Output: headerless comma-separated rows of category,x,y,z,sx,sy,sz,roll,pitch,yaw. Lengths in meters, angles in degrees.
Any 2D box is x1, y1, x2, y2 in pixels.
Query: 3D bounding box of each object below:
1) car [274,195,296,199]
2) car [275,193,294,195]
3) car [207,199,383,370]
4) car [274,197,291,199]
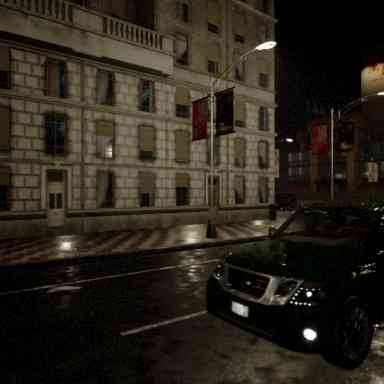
car,11.741,1.526,42.731,1.812,1.442,4.674,0,0,-36
car,15.353,1.221,57.480,2.150,2.045,5.566,0,0,-37
car,2.882,1.221,6.088,5.566,2.045,2.150,0,0,-36
car,9.117,1.601,40.392,1.895,1.301,4.718,0,0,-36
